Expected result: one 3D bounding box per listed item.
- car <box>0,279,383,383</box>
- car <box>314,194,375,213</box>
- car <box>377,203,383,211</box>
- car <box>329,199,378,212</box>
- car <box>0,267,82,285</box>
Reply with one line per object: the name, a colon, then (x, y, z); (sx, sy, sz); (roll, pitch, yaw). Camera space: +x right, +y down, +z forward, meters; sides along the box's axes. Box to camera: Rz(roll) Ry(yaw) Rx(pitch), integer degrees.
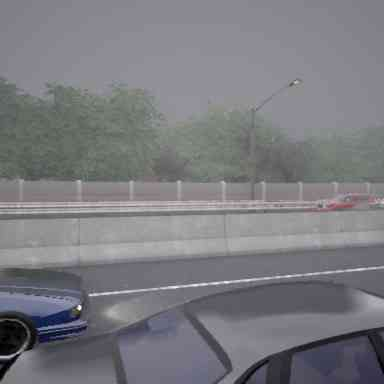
car: (1.143, 1.547, 2.759); (5.357, 1.411, 2.033); (0, 0, -18)
car: (13.431, 1.174, 28.962); (5.566, 2.045, 2.150); (0, 0, -17)
car: (15.133, 1.557, 22.160); (4.718, 1.301, 1.895); (0, 0, -17)
car: (13.551, 1.504, 25.334); (5.357, 1.411, 2.033); (0, 0, -18)
car: (-4.236, 1.547, 4.615); (5.357, 1.411, 2.033); (0, 0, -18)
